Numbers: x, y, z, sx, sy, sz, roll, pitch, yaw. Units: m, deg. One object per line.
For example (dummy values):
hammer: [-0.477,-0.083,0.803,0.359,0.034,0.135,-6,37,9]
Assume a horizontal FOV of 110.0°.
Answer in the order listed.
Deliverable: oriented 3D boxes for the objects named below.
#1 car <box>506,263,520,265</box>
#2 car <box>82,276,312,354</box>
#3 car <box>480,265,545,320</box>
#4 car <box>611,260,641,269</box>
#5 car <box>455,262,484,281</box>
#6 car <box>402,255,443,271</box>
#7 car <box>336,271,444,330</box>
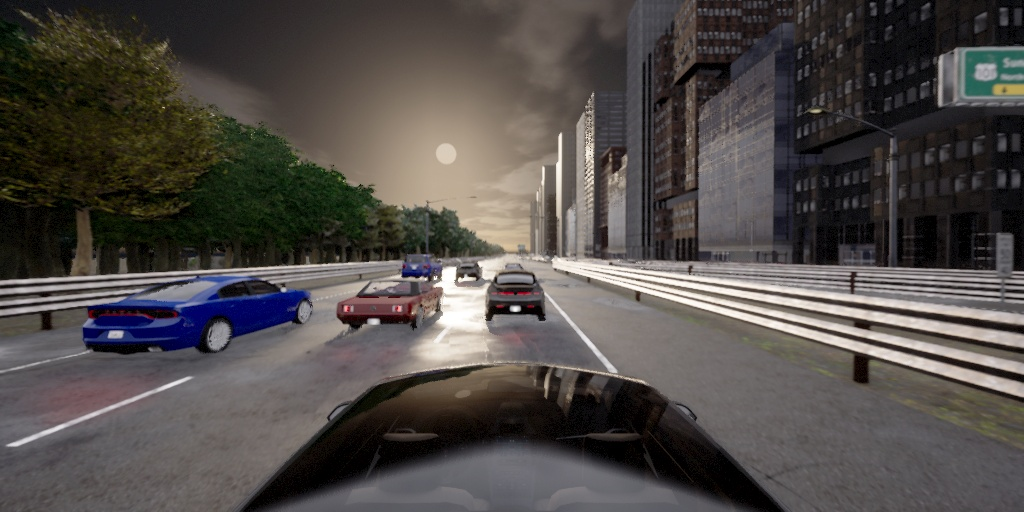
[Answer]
car: [0.094,1.247,29.626,1.994,1.385,4.181,0,0,0]
car: [-6.902,1.209,8.720,1.882,1.535,5.008,0,0,0]
car: [0.097,1.227,12.503,1.837,1.490,4.892,0,0,0]
car: [12.867,1.214,41.761,1.882,1.535,5.008,0,0,-16]
car: [-3.403,1.190,28.848,1.837,1.490,4.892,0,0,0]
car: [-6.905,0.909,28.002,2.150,2.045,5.566,0,0,0]
car: [-3.403,1.326,11.066,1.895,1.301,4.718,0,0,0]
